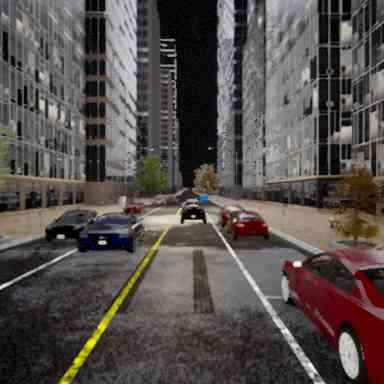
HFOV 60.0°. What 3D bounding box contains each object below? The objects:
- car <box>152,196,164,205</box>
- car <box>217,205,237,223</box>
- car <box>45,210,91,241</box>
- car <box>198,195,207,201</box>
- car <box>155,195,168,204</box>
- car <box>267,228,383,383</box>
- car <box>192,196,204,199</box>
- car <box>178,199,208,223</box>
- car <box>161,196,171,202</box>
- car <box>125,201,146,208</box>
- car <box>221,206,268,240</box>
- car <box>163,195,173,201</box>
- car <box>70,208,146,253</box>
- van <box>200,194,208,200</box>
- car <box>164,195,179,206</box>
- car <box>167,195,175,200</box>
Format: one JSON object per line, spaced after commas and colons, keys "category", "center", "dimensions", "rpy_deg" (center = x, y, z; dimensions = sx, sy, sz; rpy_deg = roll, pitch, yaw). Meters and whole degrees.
{"category": "car", "center": [-5.706, 1.416, 56.460], "dimensions": [1.967, 1.590, 4.097], "rpy_deg": [0, 0, 0]}
{"category": "car", "center": [2.683, 1.546, 22.301], "dimensions": [1.887, 1.381, 4.507], "rpy_deg": [0, 0, 0]}
{"category": "car", "center": [-5.696, 1.567, 16.613], "dimensions": [1.947, 1.339, 4.313], "rpy_deg": [0, 0, 0]}
{"category": "car", "center": [2.668, 1.483, 84.921], "dimensions": [2.008, 1.369, 4.403], "rpy_deg": [0, 0, 0]}
{"category": "car", "center": [-5.707, 1.409, 62.152], "dimensions": [1.967, 1.590, 4.097], "rpy_deg": [0, 0, 0]}
{"category": "car", "center": [2.687, 1.546, 5.223], "dimensions": [1.887, 1.381, 4.507], "rpy_deg": [0, 0, 0]}
{"category": "car", "center": [0.089, 1.538, 42.882], "dimensions": [2.033, 1.411, 5.357], "rpy_deg": [0, 0, 0]}
{"category": "car", "center": [0.102, 1.526, 25.327], "dimensions": [1.812, 1.442, 4.674], "rpy_deg": [0, 0, 0]}
{"category": "car", "center": [-5.710, 1.505, 73.538], "dimensions": [2.008, 1.369, 4.403], "rpy_deg": [0, 0, 0]}
{"category": "car", "center": [-5.701, 1.542, 33.690], "dimensions": [1.887, 1.381, 4.507], "rpy_deg": [0, 0, 0]}
{"category": "car", "center": [2.684, 1.583, 16.608], "dimensions": [1.802, 1.307, 4.206], "rpy_deg": [0, 0, 0]}
{"category": "car", "center": [-5.711, 1.495, 79.230], "dimensions": [2.008, 1.369, 4.403], "rpy_deg": [0, 0, 0]}
{"category": "car", "center": [-3.104, 1.565, 13.519], "dimensions": [1.994, 1.385, 4.181], "rpy_deg": [0, 0, 0]}
{"category": "van", "center": [2.671, 1.295, 73.536], "dimensions": [1.690, 1.788, 3.998], "rpy_deg": [0, 0, 0]}
{"category": "car", "center": [-3.080, 1.541, 55.123], "dimensions": [1.994, 1.385, 4.181], "rpy_deg": [0, 0, 0]}
{"category": "car", "center": [-5.714, 1.499, 90.615], "dimensions": [1.802, 1.307, 4.206], "rpy_deg": [0, 0, 0]}
